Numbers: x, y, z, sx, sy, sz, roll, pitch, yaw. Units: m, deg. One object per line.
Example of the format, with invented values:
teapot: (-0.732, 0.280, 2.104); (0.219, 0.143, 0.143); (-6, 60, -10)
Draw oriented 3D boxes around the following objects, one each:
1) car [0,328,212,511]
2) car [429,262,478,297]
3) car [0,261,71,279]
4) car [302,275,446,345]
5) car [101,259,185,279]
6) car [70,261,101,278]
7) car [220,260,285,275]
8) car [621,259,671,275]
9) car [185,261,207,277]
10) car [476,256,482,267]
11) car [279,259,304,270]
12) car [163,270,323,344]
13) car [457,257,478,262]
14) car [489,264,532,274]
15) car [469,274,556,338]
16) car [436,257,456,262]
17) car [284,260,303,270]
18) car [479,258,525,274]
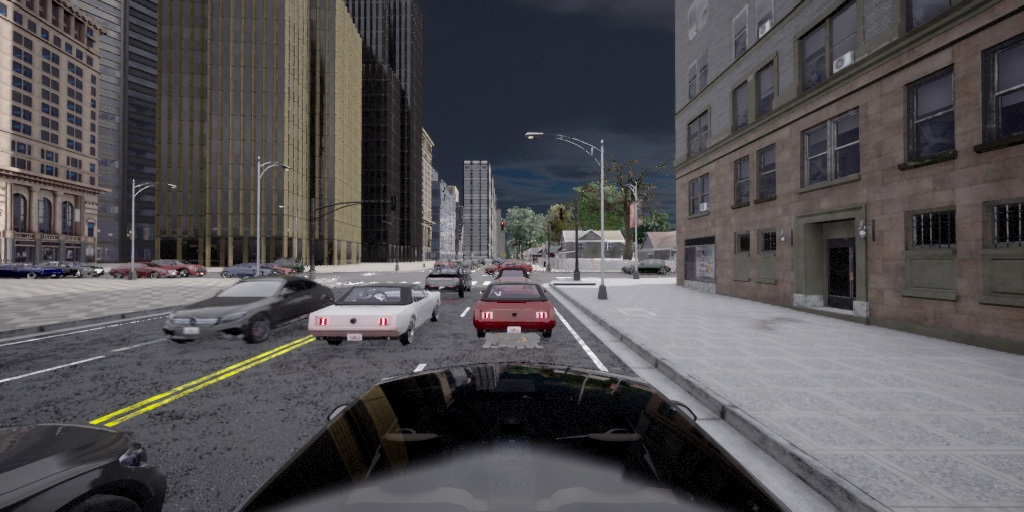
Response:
car: (-3.141, 1.275, 0.319); (1.812, 1.442, 4.674); (0, 0, 0)
car: (-3.209, 1.243, 18.715); (2.128, 1.511, 4.902); (0, 0, 0)
car: (-40.383, 1.305, 29.649); (4.718, 1.301, 1.895); (0, -1, -6)
car: (-3.181, 1.352, 9.462); (1.895, 1.301, 4.718); (0, 0, 0)
car: (-31.216, 1.233, 30.449); (4.674, 1.442, 1.812); (0, -1, -4)
car: (-40.587, 1.229, 32.886); (4.902, 1.511, 2.128); (0, -1, -6)
car: (-22.543, 1.271, 30.983); (4.181, 1.385, 1.994); (0, -1, -3)
car: (13.971, 1.124, 37.986); (4.553, 1.767, 2.097); (0, -1, 0)
car: (-31.516, 1.092, 33.683); (4.553, 1.767, 2.097); (0, -1, -5)
car: (-6.779, 1.258, 64.586); (1.837, 1.490, 4.892); (0, 0, 0)
car: (-26.318, 1.160, 40.745); (4.553, 1.767, 2.097); (0, -1, -3)
car: (-6.583, 1.277, 9.708); (1.812, 1.442, 4.674); (0, 0, 0)
car: (-6.771, 1.258, 54.447); (1.837, 1.490, 4.892); (0, 0, 0)
car: (0.038, 1.316, 18.940); (1.994, 1.385, 4.181); (0, 0, 0)
car: (0.052, 1.351, 10.183); (1.895, 1.301, 4.718); (0, 0, 0)
car: (-10.020, 1.105, 52.619); (2.097, 1.767, 4.553); (0, 0, 0)
car: (-22.832, 1.304, 34.224); (4.181, 1.385, 1.994); (0, -1, -3)
car: (-0.381, 1.224, 35.684); (5.008, 1.535, 1.882); (0, -2, -27)
